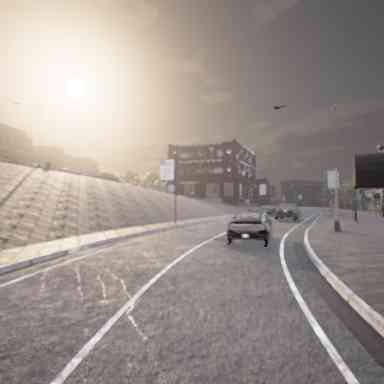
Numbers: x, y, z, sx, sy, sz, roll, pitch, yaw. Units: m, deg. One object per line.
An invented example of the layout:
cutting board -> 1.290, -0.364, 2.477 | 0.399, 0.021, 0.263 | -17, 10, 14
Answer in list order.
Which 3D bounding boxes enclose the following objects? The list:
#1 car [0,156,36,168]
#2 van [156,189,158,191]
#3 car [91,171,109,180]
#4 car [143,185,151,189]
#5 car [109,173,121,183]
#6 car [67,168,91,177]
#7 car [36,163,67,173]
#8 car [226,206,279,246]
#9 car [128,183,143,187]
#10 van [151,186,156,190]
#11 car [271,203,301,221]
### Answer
car -> -19.286, -2.939, 34.804 | 2.163, 1.488, 4.792 | 0, -3, 17
van -> -9.882, -0.079, 83.743 | 1.878, 1.987, 4.442 | 0, -4, 6
car -> -15.161, -2.245, 50.843 | 2.185, 1.767, 4.553 | 0, -3, 13
car -> -11.231, -0.665, 72.628 | 2.002, 1.452, 4.674 | 0, -4, 8
car -> -13.983, -2.048, 56.326 | 2.435, 2.045, 5.566 | 0, -3, 12
car -> -16.443, -2.421, 45.356 | 2.231, 1.521, 4.892 | 0, -3, 14
car -> -17.795, -2.654, 40.111 | 2.002, 1.452, 4.674 | 0, -3, 16
car -> 2.898, 1.631, 16.098 | 2.128, 1.511, 4.902 | -1, -1, 16
car -> -12.047, -1.052, 67.159 | 2.002, 1.452, 4.674 | 0, -4, 9
van -> -10.476, -0.511, 78.253 | 1.878, 1.987, 4.442 | 0, -4, 8
car -> 9.590, 1.885, 33.179 | 2.097, 1.767, 4.553 | -1, -2, 23
